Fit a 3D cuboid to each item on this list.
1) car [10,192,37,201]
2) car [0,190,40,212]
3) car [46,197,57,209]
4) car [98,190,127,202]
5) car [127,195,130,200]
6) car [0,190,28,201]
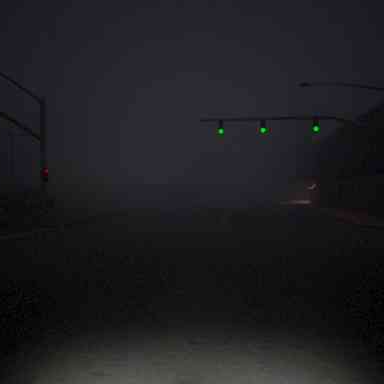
[{"bbox_3d":[-29.690,0.746,58.576,3.905,1.438,1.784,0,1,9],"label":"car"},{"bbox_3d":[-16.418,0.828,30.776,4.605,1.855,1.932,0,1,9],"label":"car"},{"bbox_3d":[-15.913,0.800,33.627,3.866,1.878,1.905,0,1,9],"label":"car"},{"bbox_3d":[-12.895,0.593,53.016,3.866,1.878,1.905,0,1,9],"label":"car"},{"bbox_3d":[-12.433,0.802,55.876,3.806,1.475,1.970,0,1,9],"label":"car"},{"bbox_3d":[-30.205,0.566,55.723,4.605,1.855,1.932,0,1,9],"label":"car"}]
